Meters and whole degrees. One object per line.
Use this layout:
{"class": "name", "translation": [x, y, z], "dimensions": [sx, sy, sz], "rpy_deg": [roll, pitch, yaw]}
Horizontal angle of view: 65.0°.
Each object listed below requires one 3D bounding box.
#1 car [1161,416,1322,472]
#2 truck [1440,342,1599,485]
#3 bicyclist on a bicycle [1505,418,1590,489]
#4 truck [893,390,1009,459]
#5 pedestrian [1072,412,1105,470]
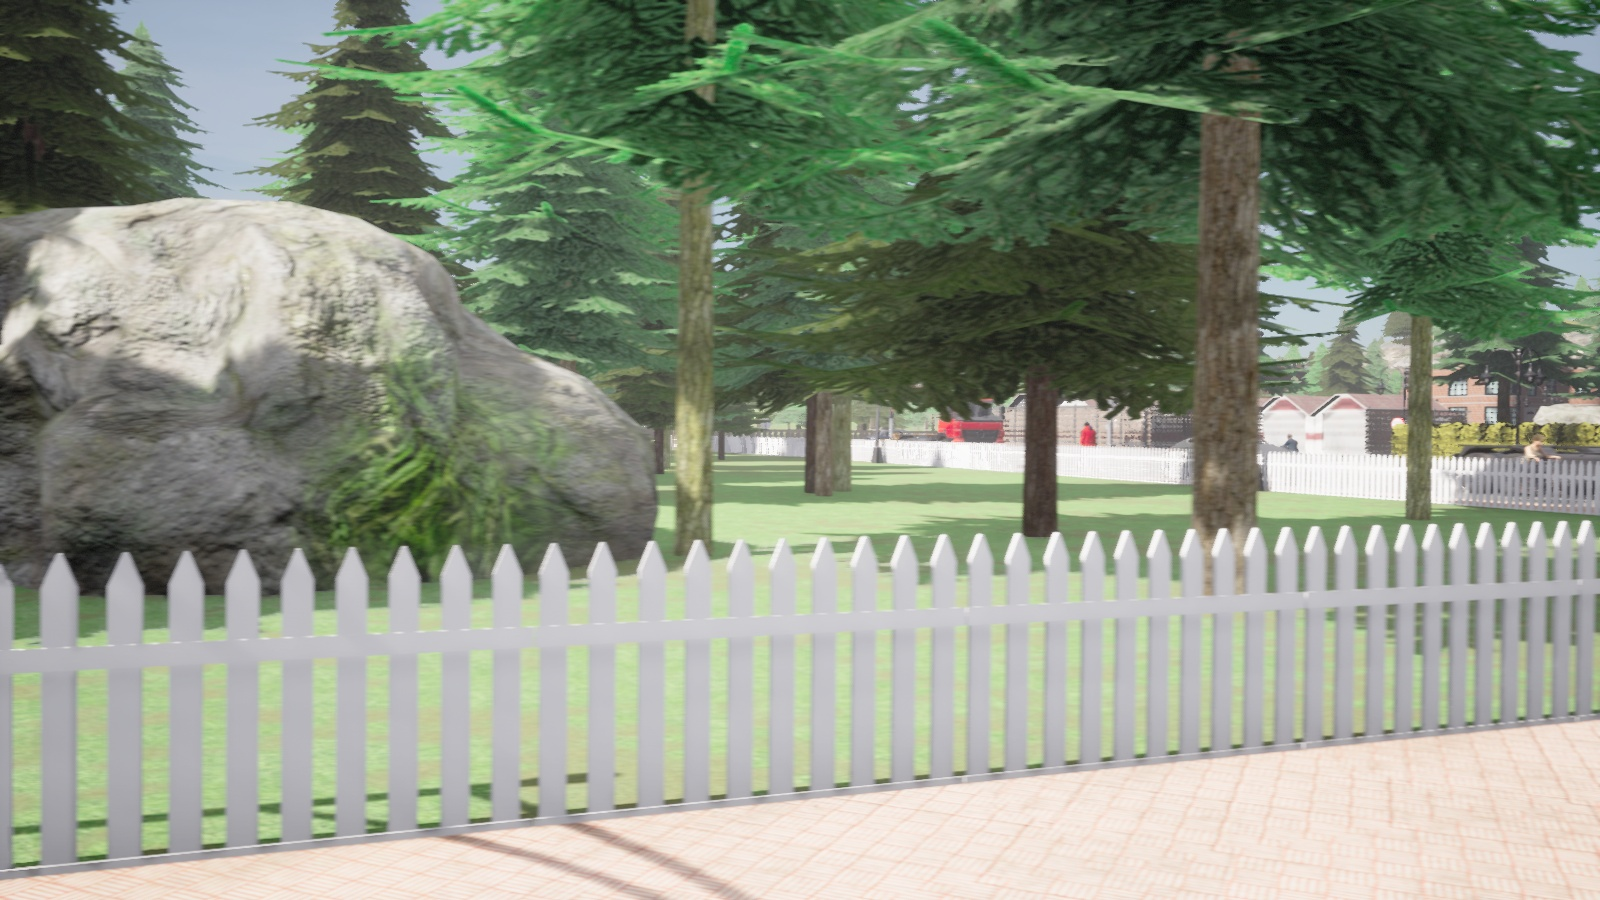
{"class": "car", "translation": [13.840, -0.220, 39.734], "dimensions": [2.152, 1.651, 5.027], "rpy_deg": [-1, 1, -19]}
{"class": "truck", "translation": [20.413, -0.918, 31.547], "dimensions": [2.891, 3.462, 7.936], "rpy_deg": [-1, 1, -19]}
{"class": "bicyclist on a bicycle", "translation": [17.478, 0.067, 29.399], "dimensions": [0.866, 1.612, 1.509], "rpy_deg": [-1, 1, -19]}
{"class": "truck", "translation": [7.926, -1.361, 67.086], "dimensions": [2.891, 3.462, 7.936], "rpy_deg": [-1, 1, -19]}
{"class": "pedestrian", "translation": [9.297, -0.303, 40.504], "dimensions": [0.634, 1.844, 0.899], "rpy_deg": [-1, 1, -19]}
